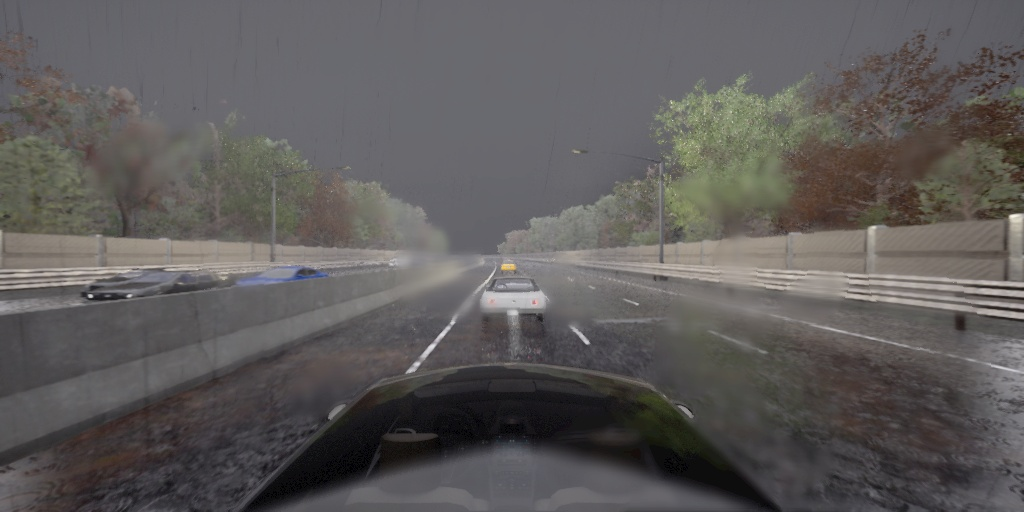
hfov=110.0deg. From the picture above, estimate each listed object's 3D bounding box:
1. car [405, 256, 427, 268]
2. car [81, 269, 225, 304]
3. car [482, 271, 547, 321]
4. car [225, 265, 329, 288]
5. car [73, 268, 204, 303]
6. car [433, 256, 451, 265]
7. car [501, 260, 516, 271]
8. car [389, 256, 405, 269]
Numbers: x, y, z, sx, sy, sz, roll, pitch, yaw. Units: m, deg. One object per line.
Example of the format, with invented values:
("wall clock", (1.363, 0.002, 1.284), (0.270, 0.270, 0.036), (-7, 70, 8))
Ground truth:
("car", (-14.948, 1.124, 56.912), (2.097, 1.767, 4.553), (0, 0, -1))
("car", (-14.161, 1.305, 15.145), (2.033, 1.411, 5.357), (0, 0, 0))
("car", (0.057, 1.356, 12.425), (1.895, 1.301, 4.718), (0, 0, 0))
("car", (-10.681, 1.236, 17.105), (1.882, 1.535, 5.008), (0, 0, -1))
("car", (-17.683, 1.323, 17.326), (1.994, 1.385, 4.181), (0, 0, -1))
("car", (-11.513, 0.996, 59.493), (2.150, 2.045, 5.566), (0, 0, -1))
("car", (-0.446, 1.227, 44.743), (1.801, 1.575, 5.366), (0, 0, -1))
("car", (-18.499, 0.993, 59.211), (2.150, 2.045, 5.566), (0, 0, -1))
